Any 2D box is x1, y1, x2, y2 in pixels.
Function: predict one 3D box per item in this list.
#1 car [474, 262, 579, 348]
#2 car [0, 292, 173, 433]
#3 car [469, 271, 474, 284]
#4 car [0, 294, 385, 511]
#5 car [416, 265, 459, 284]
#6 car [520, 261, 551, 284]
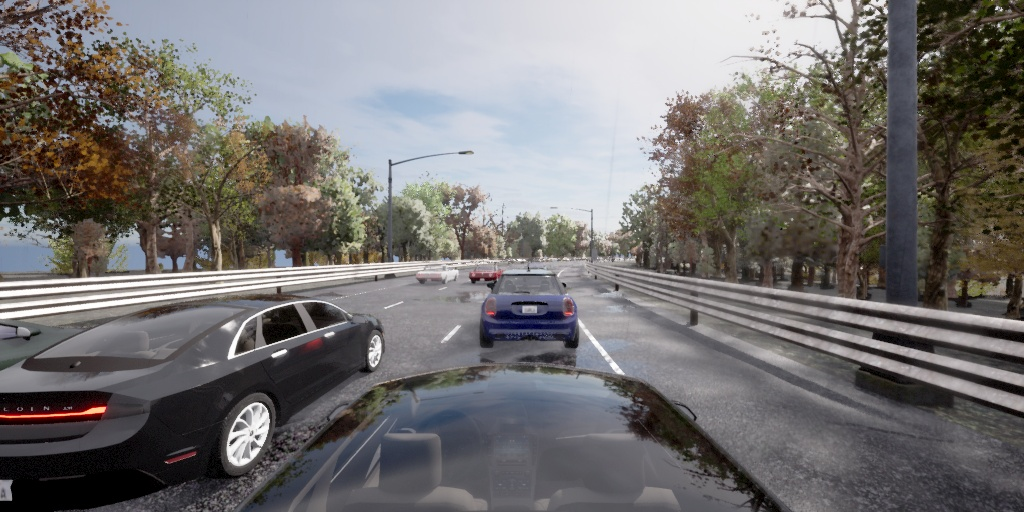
[{"bbox_3d":[0.392,1.098,9.362,2.097,1.767,4.553,0,0,1],"label":"car"},{"bbox_3d":[-6.803,1.311,4.020,1.994,1.385,4.181,0,0,1],"label":"car"},{"bbox_3d":[-1.769,1.328,26.660,1.895,1.301,4.718,0,0,7],"label":"car"},{"bbox_3d":[-3.286,1.252,4.722,1.837,1.490,4.892,0,0,1],"label":"car"},{"bbox_3d":[-5.333,1.319,26.315,1.895,1.301,4.718,0,0,6],"label":"car"},{"bbox_3d":[1.935,1.228,28.136,2.128,1.511,4.902,0,0,7],"label":"car"}]
